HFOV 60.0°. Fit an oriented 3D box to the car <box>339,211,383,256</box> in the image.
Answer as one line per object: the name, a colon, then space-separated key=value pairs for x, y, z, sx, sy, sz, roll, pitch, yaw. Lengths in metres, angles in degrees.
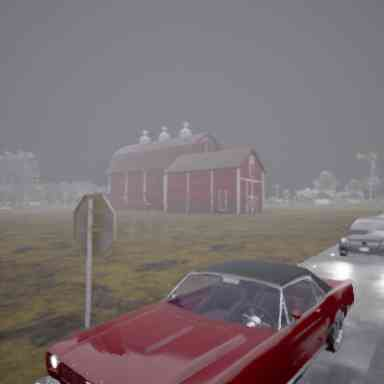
car: x=7.236 y=1.712 z=13.261 sx=1.812 sy=1.442 sz=4.674 roll=-2 pitch=-1 yaw=36

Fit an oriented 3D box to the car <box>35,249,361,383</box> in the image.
car: x=0.592 y=1.697 z=4.380 sx=1.895 sy=1.301 sz=4.718 roll=-2 pitch=-2 yaw=39
